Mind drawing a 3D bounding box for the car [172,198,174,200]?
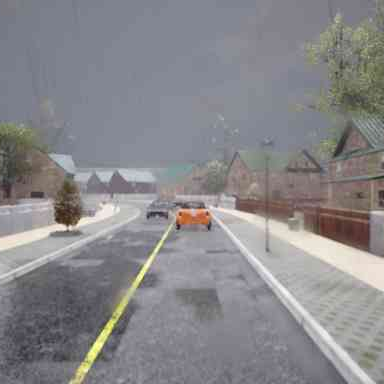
[{"bbox_3d":[-2.055,1.500,41.574,2.033,1.411,5.357,0,0,-13],"label":"car"}]

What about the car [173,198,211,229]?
[{"bbox_3d":[0.095,1.332,21.472,2.097,1.767,4.553,0,0,0],"label":"car"}]

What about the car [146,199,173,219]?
[{"bbox_3d":[-2.898,1.521,28.743,2.033,1.411,5.357,0,0,-4],"label":"car"}]
